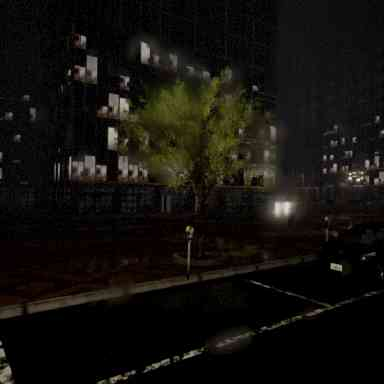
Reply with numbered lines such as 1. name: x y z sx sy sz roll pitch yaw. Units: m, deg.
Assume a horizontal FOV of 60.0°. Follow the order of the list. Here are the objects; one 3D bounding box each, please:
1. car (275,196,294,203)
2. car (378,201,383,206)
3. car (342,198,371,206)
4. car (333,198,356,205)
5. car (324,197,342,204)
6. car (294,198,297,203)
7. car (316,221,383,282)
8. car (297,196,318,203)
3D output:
1. car: 21.931 1.798 80.287 1.967 1.590 4.097 1 -1 -20
2. car: 36.965 1.893 62.172 1.752 1.417 4.829 1 -1 -20
3. car: 29.631 1.767 59.286 2.008 1.369 4.403 1 -1 -20
4. car: 33.171 1.989 72.517 2.008 1.369 4.403 1 -1 -20
5. car: 27.708 1.692 64.537 1.967 1.590 4.097 1 -1 -20
6. car: 27.392 2.127 88.274 1.802 1.307 4.206 1 -1 -20
7. car: 5.555 1.574 9.817 4.313 1.339 1.947 0 1 -34
8. car: 29.322 1.824 83.025 2.192 1.841 5.009 1 -1 -20
